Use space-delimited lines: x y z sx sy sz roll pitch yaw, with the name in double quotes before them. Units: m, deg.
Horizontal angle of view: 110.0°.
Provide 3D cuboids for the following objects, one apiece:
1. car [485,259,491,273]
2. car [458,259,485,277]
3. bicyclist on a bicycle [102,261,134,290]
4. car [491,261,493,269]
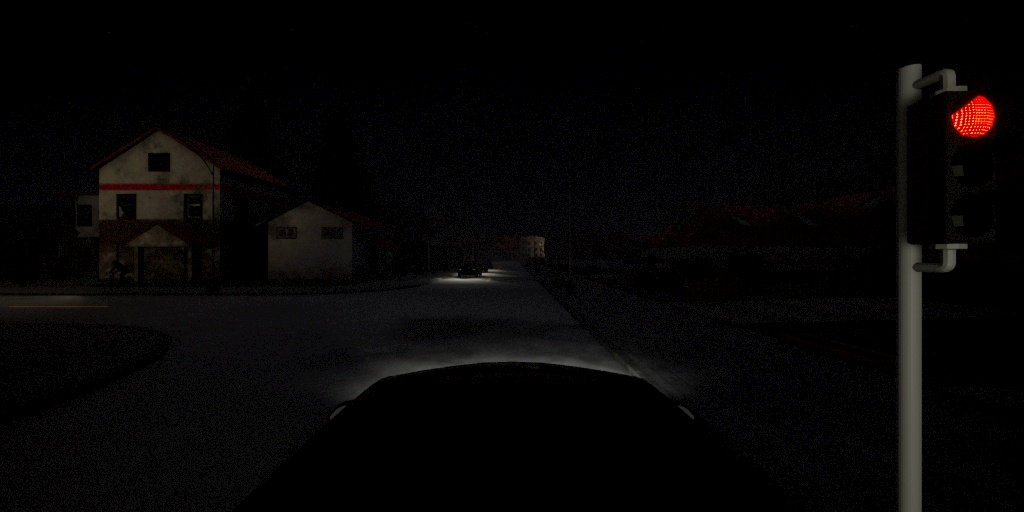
"car" -4.055 1.228 44.932 1.882 1.535 5.008 0 0 0
"car" -4.085 1.228 35.278 1.882 1.535 5.008 0 0 2
"bicyclist on a bicycle" -22.523 1.099 20.511 0.582 1.620 1.656 0 0 0
"car" -4.027 1.227 55.431 1.882 1.535 5.008 0 0 0
